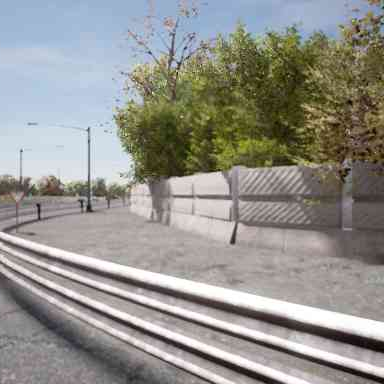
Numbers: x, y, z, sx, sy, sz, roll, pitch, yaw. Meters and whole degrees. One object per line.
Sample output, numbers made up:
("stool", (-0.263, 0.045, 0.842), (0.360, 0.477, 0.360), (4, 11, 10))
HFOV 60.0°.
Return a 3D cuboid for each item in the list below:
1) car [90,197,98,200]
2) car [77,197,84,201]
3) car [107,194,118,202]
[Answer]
("car", (-25.840, 1.926, 87.956), (1.895, 1.301, 4.718), (0, 0, -19))
("car", (-29.201, 1.938, 86.980), (1.895, 1.301, 4.718), (0, 0, -19))
("car", (-20.888, 1.532, 87.860), (2.150, 2.045, 5.566), (0, 0, -3))
